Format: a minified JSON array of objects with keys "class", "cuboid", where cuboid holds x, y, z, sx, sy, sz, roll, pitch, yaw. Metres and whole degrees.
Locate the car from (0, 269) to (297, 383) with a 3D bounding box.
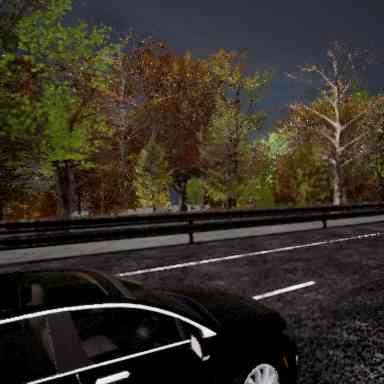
[{"class":"car","cuboid":[-1.087,1.503,2.983,4.892,1.490,1.837,0,0,-36]}]
